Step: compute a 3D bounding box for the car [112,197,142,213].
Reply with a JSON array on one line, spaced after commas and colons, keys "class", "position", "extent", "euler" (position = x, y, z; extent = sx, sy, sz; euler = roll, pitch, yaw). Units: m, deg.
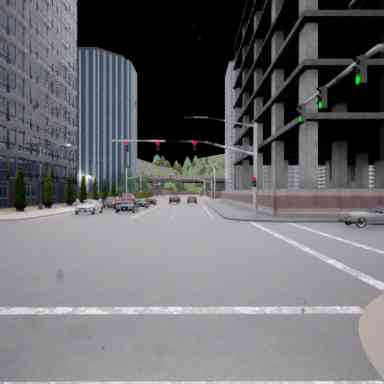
[{"class": "car", "position": [-7.086, 1.564, 36.760], "extent": [1.994, 1.385, 4.181], "euler": [0, 0, 0]}]

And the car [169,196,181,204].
[{"class": "car", "position": [-3.476, 1.505, 64.570], "extent": [1.837, 1.490, 4.892], "euler": [0, 0, 0]}]

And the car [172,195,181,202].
[{"class": "car", "position": [-3.473, 1.508, 73.644], "extent": [1.812, 1.442, 4.674], "euler": [0, 0, 0]}]

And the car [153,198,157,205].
[{"class": "car", "position": [-7.062, 1.601, 56.709], "extent": [1.895, 1.301, 4.718], "euler": [0, 0, 0]}]

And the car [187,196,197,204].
[{"class": "car", "position": [0.024, 1.492, 64.567], "extent": [2.128, 1.511, 4.902], "euler": [0, 0, 0]}]

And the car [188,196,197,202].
[{"class": "car", "position": [0.027, 1.579, 73.673], "extent": [1.895, 1.301, 4.718], "euler": [0, 0, 0]}]

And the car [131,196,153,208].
[{"class": "car", "position": [-7.082, 1.564, 46.669], "extent": [1.994, 1.385, 4.181], "euler": [0, 0, 0]}]

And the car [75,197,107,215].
[{"class": "car", "position": [-10.586, 1.526, 34.443], "extent": [1.812, 1.442, 4.674], "euler": [0, 0, 0]}]

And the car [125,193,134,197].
[{"class": "car", "position": [-10.576, 1.221, 53.792], "extent": [2.150, 2.045, 5.566], "euler": [0, 0, 0]}]

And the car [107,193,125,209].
[{"class": "car", "position": [-10.583, 1.352, 43.376], "extent": [2.097, 1.767, 4.553], "euler": [0, 0, 0]}]

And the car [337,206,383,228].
[{"class": "car", "position": [11.888, 1.545, 21.239], "extent": [4.718, 1.301, 1.895], "euler": [0, 0, 0]}]
